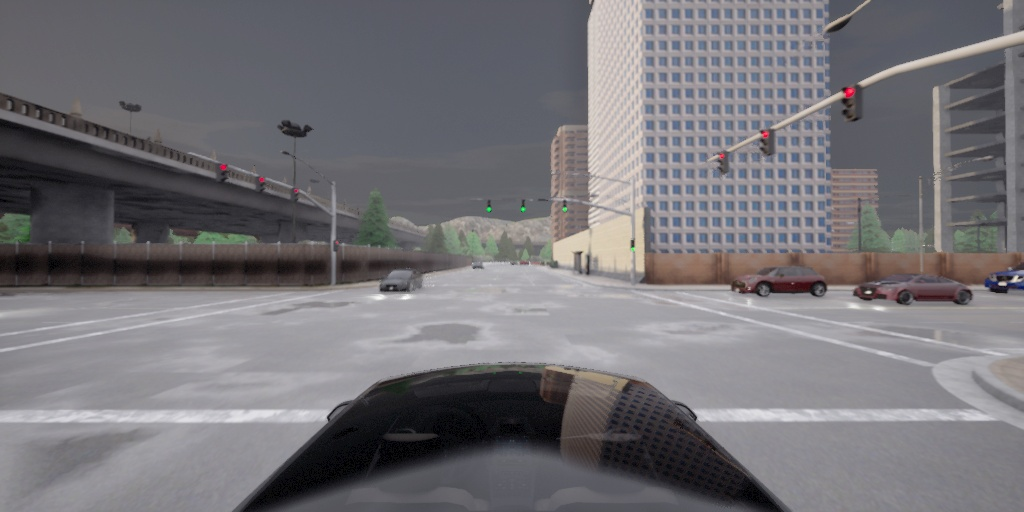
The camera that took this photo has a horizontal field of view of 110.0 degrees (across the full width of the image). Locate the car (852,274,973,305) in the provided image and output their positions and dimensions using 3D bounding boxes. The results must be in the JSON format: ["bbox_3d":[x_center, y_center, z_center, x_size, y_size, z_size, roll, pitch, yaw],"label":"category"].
[{"bbox_3d":[18.922,1.540,17.060,4.181,1.385,1.994,0,-1,0],"label":"car"}]

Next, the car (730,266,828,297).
[{"bbox_3d":[15.142,1.367,20.555,4.553,1.767,2.097,0,-1,0],"label":"car"}]

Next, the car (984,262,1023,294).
[{"bbox_3d":[30.898,1.233,20.570,5.566,2.045,2.150,-1,-1,0],"label":"car"}]

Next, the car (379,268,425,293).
[{"bbox_3d":[-6.998,1.590,23.170,1.837,1.490,4.892,0,0,0],"label":"car"}]
